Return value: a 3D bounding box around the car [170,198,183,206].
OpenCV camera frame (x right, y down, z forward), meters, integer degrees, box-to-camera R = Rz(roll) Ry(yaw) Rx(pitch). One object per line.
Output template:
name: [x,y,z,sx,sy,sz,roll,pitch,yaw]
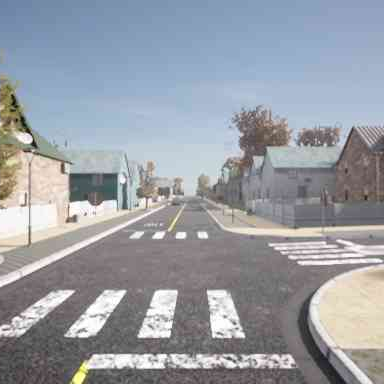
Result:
car: [-2.775,1.781,60.200,1.837,1.490,4.892,0,0,0]
